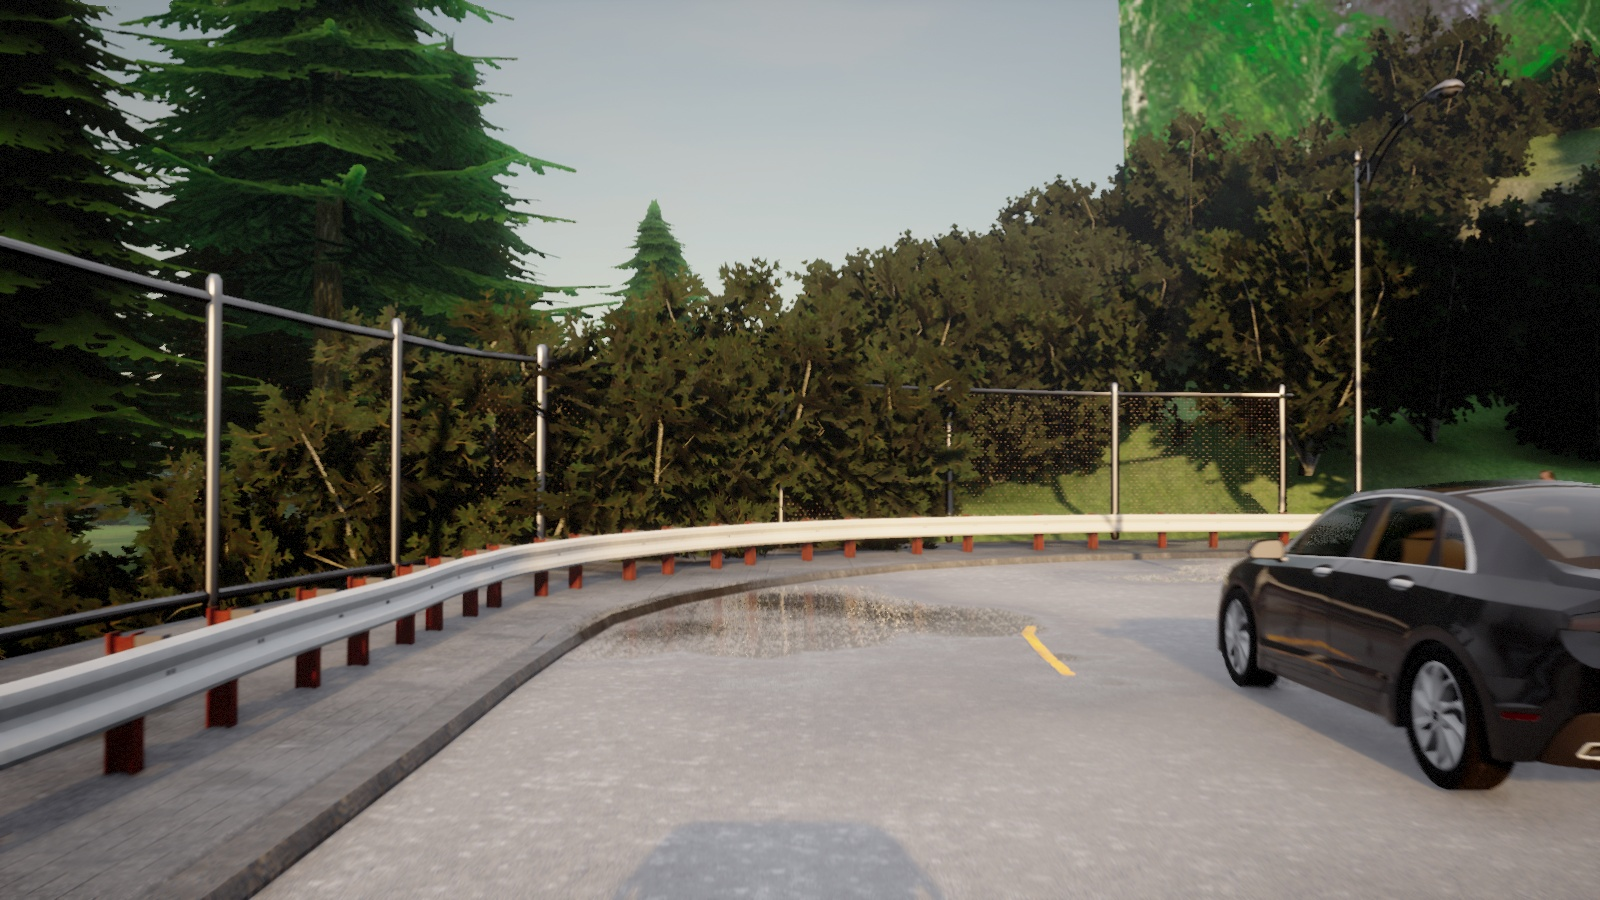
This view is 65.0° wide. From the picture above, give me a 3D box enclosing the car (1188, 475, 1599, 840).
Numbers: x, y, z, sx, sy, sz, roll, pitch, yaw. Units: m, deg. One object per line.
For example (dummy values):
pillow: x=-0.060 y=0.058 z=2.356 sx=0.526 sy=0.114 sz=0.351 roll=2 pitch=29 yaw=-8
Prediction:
car: x=4.047 y=0.917 z=7.693 sx=1.837 sy=1.490 sz=4.892 roll=0 pitch=-1 yaw=0
